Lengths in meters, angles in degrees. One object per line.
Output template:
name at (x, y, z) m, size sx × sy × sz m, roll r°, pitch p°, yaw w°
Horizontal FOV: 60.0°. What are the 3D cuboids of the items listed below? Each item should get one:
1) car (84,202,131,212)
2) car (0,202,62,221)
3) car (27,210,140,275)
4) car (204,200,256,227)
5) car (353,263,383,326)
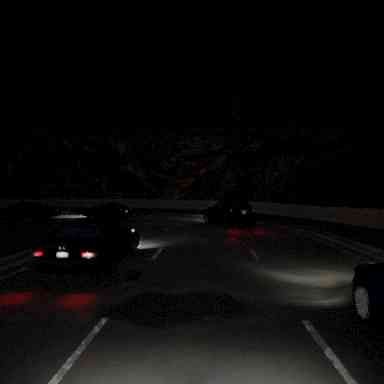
car at (-7.159, 1.526, 28.160) m, size 4.181 × 1.385 × 1.994 m, roll 0°, pitch 0°, yaw 27°
car at (-13.165, 1.499, 26.118) m, size 5.357 × 1.411 × 2.033 m, roll 0°, pitch 0°, yaw -6°
car at (-2.991, 1.533, 10.385) m, size 2.033 × 1.411 × 5.357 m, roll 0°, pitch 0°, yaw 2°
car at (2.513, 1.336, 23.194) m, size 2.097 × 1.767 × 4.553 m, roll 0°, pitch 0°, yaw -22°
car at (3.774, 1.481, 4.025) m, size 1.882 × 1.535 × 5.008 m, roll 0°, pitch 0°, yaw 2°
